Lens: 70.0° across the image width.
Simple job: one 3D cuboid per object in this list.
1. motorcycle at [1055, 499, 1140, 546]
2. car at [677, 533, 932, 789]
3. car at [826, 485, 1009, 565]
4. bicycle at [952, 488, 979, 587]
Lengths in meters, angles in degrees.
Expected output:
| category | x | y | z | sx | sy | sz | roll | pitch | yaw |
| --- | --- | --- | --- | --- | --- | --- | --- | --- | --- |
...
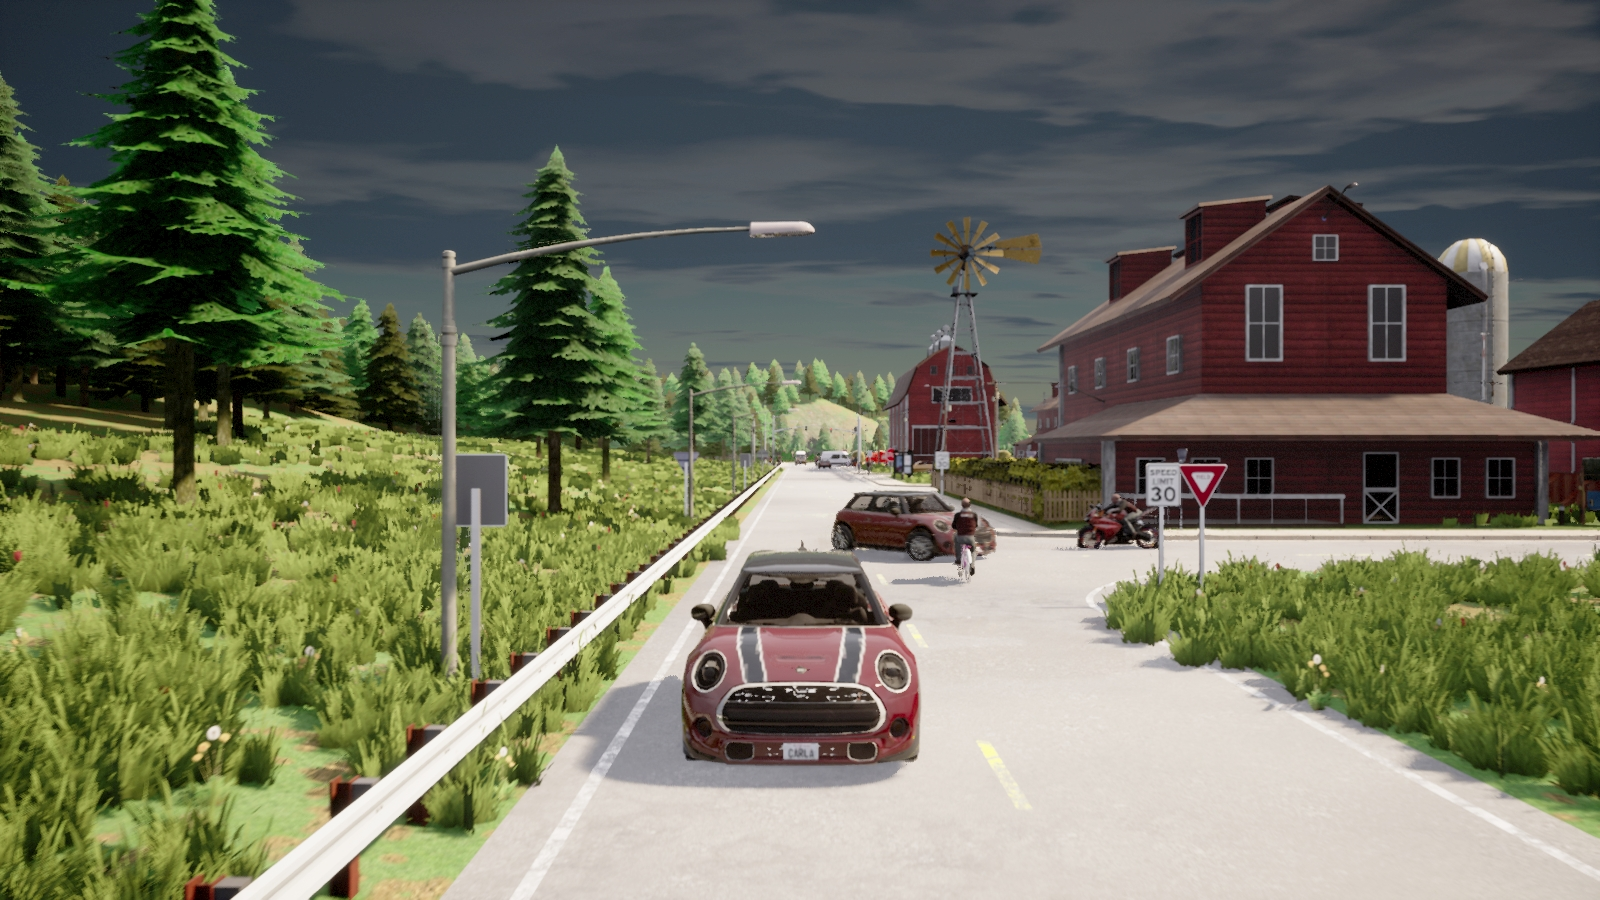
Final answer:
| category | x | y | z | sx | sy | sz | roll | pitch | yaw |
| --- | --- | --- | --- | --- | --- | --- | --- | --- | --- |
| motorcycle | 8.545 | 2.074 | 32.879 | 2.209 | 1.251 | 0.867 | -1 | 0 | -1 |
| car | 0.050 | 1.905 | 11.686 | 2.097 | 1.767 | 4.553 | 0 | 0 | 0 |
| car | 2.938 | 1.843 | 29.469 | 2.097 | 1.767 | 4.553 | 0 | 0 | -38 |
| bicycle | 3.493 | 1.810 | 24.212 | 0.329 | 1.919 | 1.835 | 0 | 1 | 0 |
